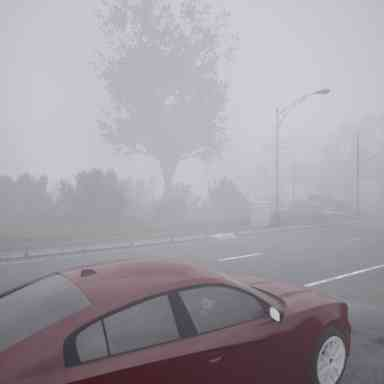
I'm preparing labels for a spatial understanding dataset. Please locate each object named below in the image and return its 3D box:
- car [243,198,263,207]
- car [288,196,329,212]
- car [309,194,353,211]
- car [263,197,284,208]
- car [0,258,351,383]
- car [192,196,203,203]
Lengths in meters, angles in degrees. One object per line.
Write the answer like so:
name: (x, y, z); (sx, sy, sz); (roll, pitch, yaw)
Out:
car: (7.445, 1.465, 48.508); (1.882, 1.535, 5.008); (0, 1, -33)
car: (13.378, 1.564, 39.140); (1.994, 1.385, 4.181); (0, 0, -32)
car: (16.626, 1.221, 40.549); (2.150, 2.045, 5.566); (0, 0, -32)
car: (11.371, 1.517, 48.861); (1.812, 1.442, 4.674); (0, 0, -33)
car: (-0.284, 1.478, 3.542); (5.008, 1.535, 1.882); (0, 0, -35)
car: (1.237, 1.480, 64.336); (1.994, 1.385, 4.181); (0, 0, -34)
